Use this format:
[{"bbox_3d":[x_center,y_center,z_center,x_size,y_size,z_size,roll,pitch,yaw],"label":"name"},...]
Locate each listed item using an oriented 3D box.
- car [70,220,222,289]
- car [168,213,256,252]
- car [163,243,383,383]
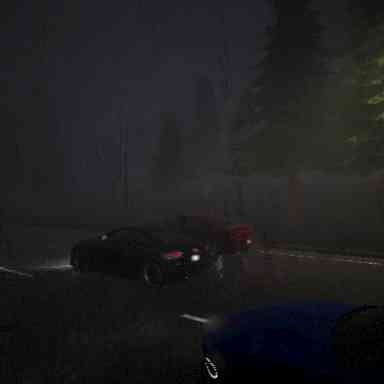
[{"bbox_3d":[-1.533,1.618,9.386,4.181,1.385,1.994,-1,0,36],"label":"car"},{"bbox_3d":[-0.076,1.538,12.645,5.008,1.535,1.882,-1,0,36],"label":"car"},{"bbox_3d":[2.355,1.472,2.313,5.008,1.535,1.882,-1,0,35],"label":"car"}]
